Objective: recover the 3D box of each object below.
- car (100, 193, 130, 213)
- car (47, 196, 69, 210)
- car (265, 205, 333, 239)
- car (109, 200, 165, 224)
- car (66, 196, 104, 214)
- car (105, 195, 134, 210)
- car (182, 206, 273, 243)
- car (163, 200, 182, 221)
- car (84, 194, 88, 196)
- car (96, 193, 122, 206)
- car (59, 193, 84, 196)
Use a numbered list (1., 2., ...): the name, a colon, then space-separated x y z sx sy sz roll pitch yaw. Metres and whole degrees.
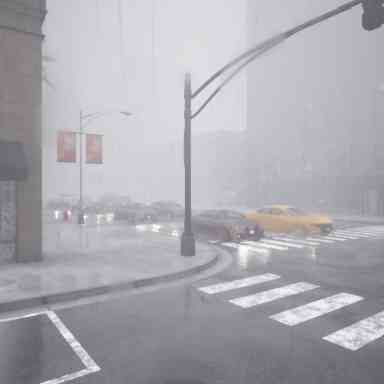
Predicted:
1. car: -9.117 1.299 36.932 2.097 1.767 4.553 0 0 -36
2. car: -17.063 1.539 42.451 1.895 1.301 4.718 0 0 -35
3. car: 4.878 1.461 17.493 1.882 1.535 5.008 0 0 -36
4. car: -4.121 1.535 24.432 1.994 1.385 4.181 0 0 -36
5. car: -10.957 1.479 33.932 1.812 1.442 4.674 0 0 -36
6. car: -9.546 1.286 43.415 2.097 1.767 4.553 0 0 -36
7. car: 1.555 1.551 16.075 1.994 1.385 4.181 0 0 -32
8. car: -1.914 1.471 26.924 1.837 1.490 4.892 0 0 -36
9. car: -21.521 1.244 65.484 2.097 1.767 4.553 0 0 -32
10. car: -13.733 1.135 54.782 2.150 2.045 5.566 0 0 -36
11. car: -18.693 1.166 50.374 2.150 2.045 5.566 0 0 -36
